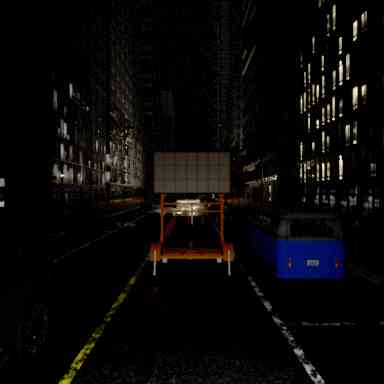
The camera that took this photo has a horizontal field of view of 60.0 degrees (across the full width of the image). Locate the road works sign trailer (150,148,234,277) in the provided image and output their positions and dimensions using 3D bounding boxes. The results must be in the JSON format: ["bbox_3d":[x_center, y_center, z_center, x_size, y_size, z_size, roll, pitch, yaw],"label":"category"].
[{"bbox_3d":[0.001,0.464,10.265,2.380,3.560,2.880,0,0,0],"label":"road works sign trailer"}]

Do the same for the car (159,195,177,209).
[{"bbox_3d":[-3.098,1.474,44.621,1.882,1.535,5.008,0,0,0],"label":"car"}]

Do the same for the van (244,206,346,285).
[{"bbox_3d":[2.691,1.341,9.246,1.690,1.788,3.998,0,0,0],"label":"van"}]

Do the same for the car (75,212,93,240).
[{"bbox_3d":[-5.690,1.581,14.941,1.802,1.307,4.206,0,0,0],"label":"car"}]

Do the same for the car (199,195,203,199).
[{"bbox_3d":[2.692,1.538,54.785,2.008,1.369,4.403,0,0,0],"label":"car"}]

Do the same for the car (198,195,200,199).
[{"bbox_3d":[2.693,1.410,66.170,1.967,1.590,4.097,0,0,0],"label":"car"}]

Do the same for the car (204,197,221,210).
[{"bbox_3d":[2.692,1.581,37.708,1.802,1.307,4.206,0,0,0],"label":"car"}]

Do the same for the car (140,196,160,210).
[{"bbox_3d":[-5.689,1.548,43.404,2.008,1.369,4.403,0,0,0],"label":"car"}]

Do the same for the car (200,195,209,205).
[{"bbox_3d":[2.692,1.544,49.093,2.008,1.369,4.403,0,0,0],"label":"car"}]

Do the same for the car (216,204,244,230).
[{"bbox_3d":[2.691,1.581,20.630,1.802,1.307,4.206,0,0,0],"label":"car"}]

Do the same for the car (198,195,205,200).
[{"bbox_3d":[2.694,1.462,94.633,1.887,1.381,4.507,0,0,0],"label":"car"}]

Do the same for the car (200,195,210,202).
[{"bbox_3d":[2.693,1.401,71.862,1.967,1.590,4.097,0,0,0],"label":"car"}]

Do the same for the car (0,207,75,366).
[{"bbox_3d":[-3.100,1.221,2.871,2.150,2.045,5.566,0,0,0],"label":"car"}]
